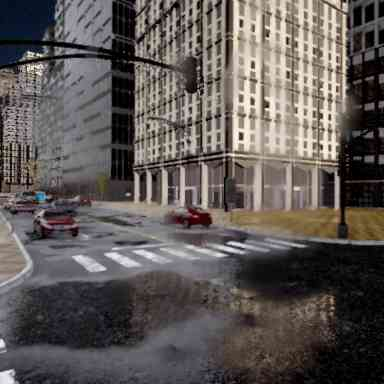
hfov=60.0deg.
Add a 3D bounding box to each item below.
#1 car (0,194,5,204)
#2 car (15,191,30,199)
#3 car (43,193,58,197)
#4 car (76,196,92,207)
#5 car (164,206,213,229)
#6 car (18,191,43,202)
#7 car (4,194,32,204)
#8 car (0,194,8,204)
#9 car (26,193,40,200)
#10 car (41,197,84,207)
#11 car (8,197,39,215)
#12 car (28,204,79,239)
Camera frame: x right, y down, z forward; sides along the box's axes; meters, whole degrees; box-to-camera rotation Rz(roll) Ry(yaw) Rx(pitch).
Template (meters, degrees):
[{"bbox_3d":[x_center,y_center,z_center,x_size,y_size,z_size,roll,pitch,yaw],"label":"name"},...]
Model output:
[{"bbox_3d":[-27.987,1.145,49.400,1.887,1.381,4.507,1,0,-35],"label":"car"},{"bbox_3d":[-40.994,0.695,80.364,2.192,1.841,5.009,1,0,-38],"label":"car"},{"bbox_3d":[-24.423,1.189,58.269,1.947,1.339,4.313,1,0,-36],"label":"car"},{"bbox_3d":[-14.922,1.203,44.720,1.967,1.590,4.097,1,0,-34],"label":"car"},{"bbox_3d":[-0.276,1.560,21.460,1.802,1.307,4.206,1,0,-31],"label":"car"},{"bbox_3d":[-23.264,0.868,47.313,2.150,2.045,5.566,1,0,-34],"label":"car"},{"bbox_3d":[-18.590,1.267,35.418,1.752,1.417,4.829,1,0,-33],"label":"car"},{"bbox_3d":[-31.095,1.079,53.804,1.752,1.417,4.829,1,0,-35],"label":"car"},{"bbox_3d":[-34.258,1.024,71.593,1.887,1.381,4.507,1,0,-37],"label":"car"},{"bbox_3d":[-11.288,1.386,28.730,2.033,1.411,5.357,1,0,-32],"label":"car"},{"bbox_3d":[-15.690,1.367,30.890,1.802,1.307,4.206,1,0,-32],"label":"car"},{"bbox_3d":[-6.944,1.497,16.839,1.802,1.307,4.206,1,0,-31],"label":"car"}]
